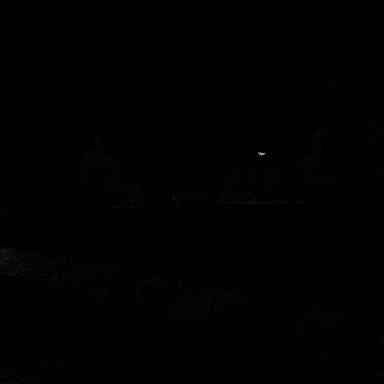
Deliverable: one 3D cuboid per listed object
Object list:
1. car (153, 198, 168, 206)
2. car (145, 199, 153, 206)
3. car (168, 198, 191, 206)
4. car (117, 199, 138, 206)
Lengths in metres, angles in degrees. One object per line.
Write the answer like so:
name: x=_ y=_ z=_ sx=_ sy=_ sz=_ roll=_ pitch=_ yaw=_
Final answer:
car: x=-4.690 y=1.965 z=65.715 sx=2.128 sy=1.511 sz=4.902 roll=-1 pitch=0 yaw=36
car: x=-7.762 y=2.065 z=67.438 sx=2.033 sy=1.411 sz=5.357 roll=-1 pitch=0 yaw=36
car: x=-1.852 y=1.916 z=63.666 sx=1.882 sy=1.535 sz=5.008 roll=-1 pitch=0 yaw=36
car: x=-12.875 y=2.044 z=66.344 sx=1.812 sy=1.442 sz=4.674 roll=-1 pitch=0 yaw=36
